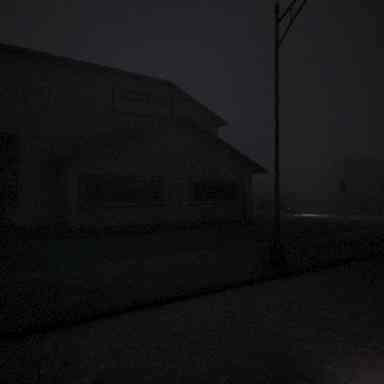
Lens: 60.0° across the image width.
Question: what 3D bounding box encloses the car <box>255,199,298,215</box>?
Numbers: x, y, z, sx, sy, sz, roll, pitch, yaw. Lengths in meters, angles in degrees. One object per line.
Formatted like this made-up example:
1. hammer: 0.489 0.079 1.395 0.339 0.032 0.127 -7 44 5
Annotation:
1. car: 8.764 1.502 34.813 1.837 1.490 4.892 0 0 -35
